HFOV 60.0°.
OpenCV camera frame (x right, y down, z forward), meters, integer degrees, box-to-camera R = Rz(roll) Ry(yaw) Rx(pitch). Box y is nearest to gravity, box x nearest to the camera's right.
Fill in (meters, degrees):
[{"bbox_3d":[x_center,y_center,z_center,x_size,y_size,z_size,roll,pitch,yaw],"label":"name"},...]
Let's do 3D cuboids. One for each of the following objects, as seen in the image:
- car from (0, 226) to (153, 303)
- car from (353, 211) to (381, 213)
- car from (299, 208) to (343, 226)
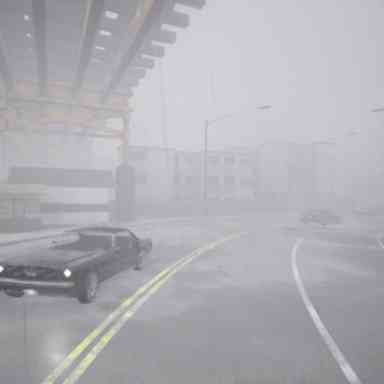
[{"bbox_3d":[-2.584,1.597,8.410,1.895,1.301,4.718,0,0,12],"label":"car"},{"bbox_3d":[22.302,2.459,41.222,5.357,1.411,2.033,2,-1,-26],"label":"car"},{"bbox_3d":[10.926,2.091,28.012,2.033,1.411,5.357,0,-2,42],"label":"car"}]
